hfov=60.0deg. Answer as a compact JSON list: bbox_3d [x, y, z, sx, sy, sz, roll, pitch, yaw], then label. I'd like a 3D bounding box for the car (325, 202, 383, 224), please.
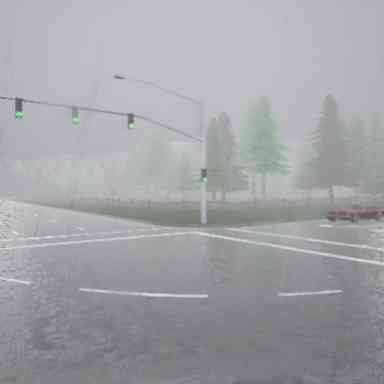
[{"bbox_3d":[11.161,1.399,22.615,4.718,1.301,1.895,-1,0,-34],"label":"car"}]
